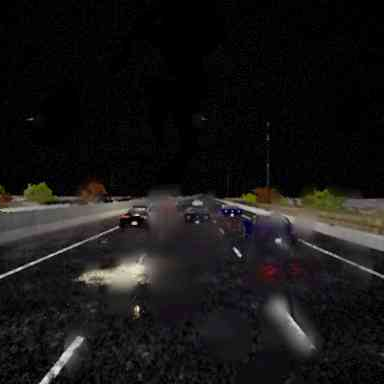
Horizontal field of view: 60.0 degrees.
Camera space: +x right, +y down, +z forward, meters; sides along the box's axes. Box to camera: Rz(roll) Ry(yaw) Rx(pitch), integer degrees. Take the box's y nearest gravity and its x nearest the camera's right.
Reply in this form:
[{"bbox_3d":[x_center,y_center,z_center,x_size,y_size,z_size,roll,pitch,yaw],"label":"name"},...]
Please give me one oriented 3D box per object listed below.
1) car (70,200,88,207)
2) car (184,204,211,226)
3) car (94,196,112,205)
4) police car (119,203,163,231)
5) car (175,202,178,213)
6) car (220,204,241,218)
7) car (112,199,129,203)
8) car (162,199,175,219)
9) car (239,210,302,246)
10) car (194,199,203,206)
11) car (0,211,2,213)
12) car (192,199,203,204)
[{"bbox_3d":[-20.108,2.087,59.525,1.812,1.442,4.674,0,-1,2],"label":"car"},{"bbox_3d":[0.352,1.833,25.413,1.895,1.301,4.718,0,-1,-1],"label":"car"},{"bbox_3d":[-16.505,1.816,62.310,2.150,2.045,5.566,0,0,2],"label":"car"},{"bbox_3d":[-3.395,1.705,22.165,2.038,1.542,4.974,0,-1,1],"label":"police car"},{"bbox_3d":[-3.012,1.768,44.068,2.097,1.767,4.553,0,-1,1],"label":"car"},{"bbox_3d":[3.885,1.918,33.933,1.895,1.301,4.718,0,-1,1],"label":"car"},{"bbox_3d":[-13.009,2.098,62.377,1.837,1.490,4.892,0,0,3],"label":"car"},{"bbox_3d":[-3.238,1.799,33.132,2.128,1.511,4.902,0,-1,1],"label":"car"},{"bbox_3d":[3.656,1.746,16.100,1.895,1.301,4.718,0,-1,0],"label":"car"},{"bbox_3d":[1.529,2.276,76.224,2.128,1.511,4.902,0,-1,2],"label":"car"},{"bbox_3d":[-13.996,1.693,21.216,1.837,1.490,4.892,0,-1,1],"label":"car"},{"bbox_3d":[1.090,2.204,62.133,1.895,1.301,4.718,0,-1,2],"label":"car"}]
